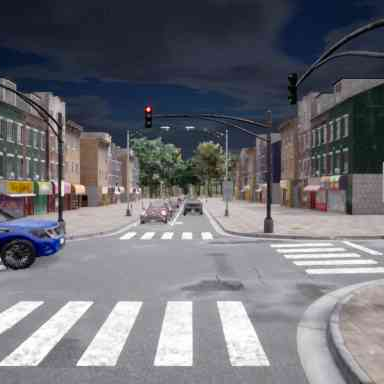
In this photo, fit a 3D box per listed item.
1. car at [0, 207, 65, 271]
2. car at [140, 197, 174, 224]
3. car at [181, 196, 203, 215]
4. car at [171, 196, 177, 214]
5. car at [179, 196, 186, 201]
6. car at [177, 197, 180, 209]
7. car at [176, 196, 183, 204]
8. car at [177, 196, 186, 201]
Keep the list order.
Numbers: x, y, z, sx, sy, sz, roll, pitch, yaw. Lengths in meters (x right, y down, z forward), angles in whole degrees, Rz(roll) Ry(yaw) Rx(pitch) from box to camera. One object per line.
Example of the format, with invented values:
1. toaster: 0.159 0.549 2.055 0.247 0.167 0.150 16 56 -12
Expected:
1. car: -7.023 1.317 10.483 5.566 2.045 2.150 -1 1 -10
2. car: -2.648 1.444 24.558 1.967 1.590 4.097 -1 0 0
3. car: 0.103 1.516 34.325 1.837 1.490 4.892 0 0 0
4. car: -2.648 1.448 29.992 1.967 1.590 4.097 -1 0 0
5. car: -2.648 1.677 89.775 1.802 1.307 4.206 -1 0 0
6. car: -2.647 1.578 35.427 1.947 1.339 4.313 -1 0 0
7. car: -2.648 1.569 46.296 1.887 1.381 4.507 -1 0 0
8. car: -2.648 1.650 84.340 1.947 1.339 4.313 -1 0 0
